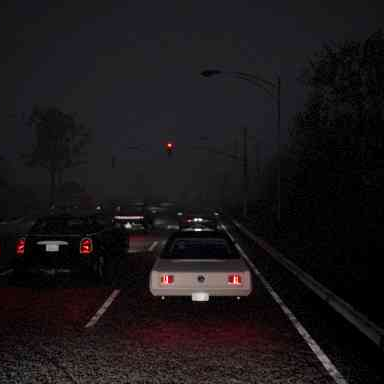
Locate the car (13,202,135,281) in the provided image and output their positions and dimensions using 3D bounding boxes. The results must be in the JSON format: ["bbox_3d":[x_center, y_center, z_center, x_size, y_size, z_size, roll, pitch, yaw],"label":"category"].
[{"bbox_3d":[-3.295,1.352,10.042,2.097,1.767,4.553,0,0,1],"label":"car"}]

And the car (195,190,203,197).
[{"bbox_3d":[1.747,0.369,86.338,1.994,1.385,4.181,0,3,1],"label":"car"}]

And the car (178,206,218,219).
[{"bbox_3d":[0.319,1.505,17.464,1.837,1.490,4.892,0,0,1],"label":"car"}]

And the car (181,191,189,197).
[{"bbox_3d":[-1.751,0.410,86.449,1.895,1.301,4.718,0,3,1],"label":"car"}]

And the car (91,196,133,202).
[{"bbox_3d":[-6.662,1.352,28.454,2.097,1.767,4.553,0,0,1],"label":"car"}]

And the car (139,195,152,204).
[{"bbox_3d":[-9.235,1.452,66.325,1.812,1.442,4.674,0,1,2],"label":"car"}]

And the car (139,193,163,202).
[{"bbox_3d":[-6.165,1.225,50.544,2.150,2.045,5.566,0,0,1],"label":"car"}]

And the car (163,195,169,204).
[{"bbox_3d":[-5.756,1.417,65.652,1.882,1.535,5.008,0,1,2],"label":"car"}]

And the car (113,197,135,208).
[{"bbox_3d":[-9.718,1.492,47.972,2.128,1.511,4.902,0,0,1],"label":"car"}]

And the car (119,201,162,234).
[{"bbox_3d":[-3.187,1.492,19.053,2.128,1.511,4.902,0,0,0],"label":"car"}]

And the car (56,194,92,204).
[{"bbox_3d":[-10.154,1.221,28.870,2.150,2.045,5.566,0,0,1],"label":"car"}]

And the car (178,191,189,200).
[{"bbox_3d":[-1.987,0.738,76.015,2.150,2.045,5.566,0,3,1],"label":"car"}]

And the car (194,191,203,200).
[{"bbox_3d":[1.512,1.039,75.921,2.128,1.511,4.902,0,3,1],"label":"car"}]

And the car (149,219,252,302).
[{"bbox_3d":[0.178,1.601,8.211,1.895,1.301,4.718,0,0,0],"label":"car"}]
